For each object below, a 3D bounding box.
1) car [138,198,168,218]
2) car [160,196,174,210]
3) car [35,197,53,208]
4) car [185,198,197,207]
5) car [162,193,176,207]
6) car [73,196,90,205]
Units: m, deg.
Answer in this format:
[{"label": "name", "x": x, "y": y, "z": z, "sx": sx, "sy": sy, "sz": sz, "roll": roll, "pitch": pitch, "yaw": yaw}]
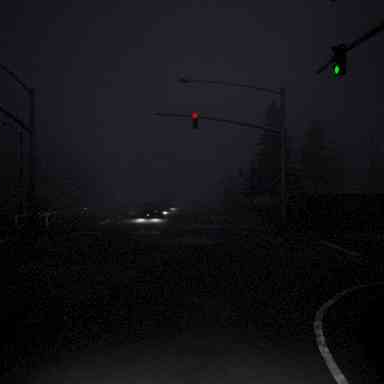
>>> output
[{"label": "car", "x": -3.682, "y": 1.547, "z": 30.561, "sx": 2.033, "sy": 1.411, "sz": 5.357, "roll": 0, "pitch": 0, "yaw": 0}, {"label": "car", "x": -3.703, "y": 1.547, "z": 40.666, "sx": 2.033, "sy": 1.411, "sz": 5.357, "roll": 0, "pitch": 0, "yaw": 0}, {"label": "car", "x": -20.631, "y": 1.384, "z": 45.590, "sx": 1.970, "sy": 1.475, "sz": 3.806, "roll": 0, "pitch": 0, "yaw": 0}, {"label": "car", "x": -0.137, "y": 1.601, "z": 51.214, "sx": 1.895, "sy": 1.301, "sz": 4.718, "roll": 0, "pitch": 0, "yaw": 0}, {"label": "car", "x": -3.678, "y": 1.221, "z": 51.019, "sx": 2.150, "sy": 2.045, "sz": 5.566, "roll": 0, "pitch": 0, "yaw": -2}, {"label": "car", "x": -17.597, "y": 1.374, "z": 52.990, "sx": 1.845, "sy": 1.501, "sz": 3.633, "roll": 0, "pitch": 0, "yaw": 0}]
